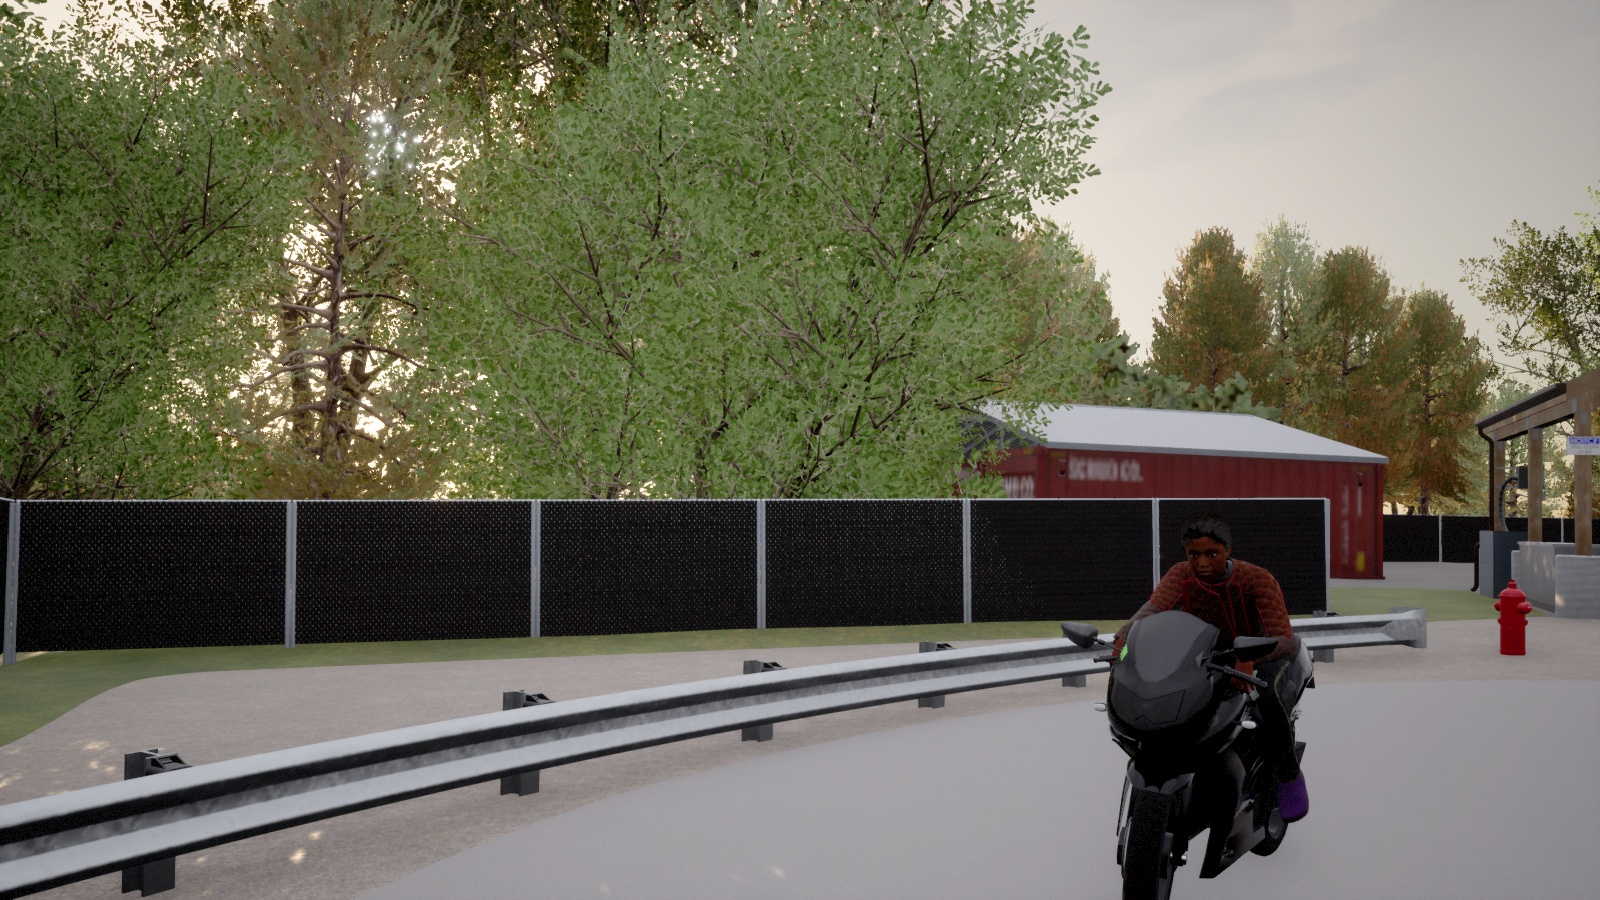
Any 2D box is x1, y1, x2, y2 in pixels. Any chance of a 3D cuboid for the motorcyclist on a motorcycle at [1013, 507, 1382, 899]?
[{"bbox_3d":[1.675,0.996,5.020,0.797,1.523,2.044,-1,-3,36],"label":"motorcyclist on a motorcycle"}]
